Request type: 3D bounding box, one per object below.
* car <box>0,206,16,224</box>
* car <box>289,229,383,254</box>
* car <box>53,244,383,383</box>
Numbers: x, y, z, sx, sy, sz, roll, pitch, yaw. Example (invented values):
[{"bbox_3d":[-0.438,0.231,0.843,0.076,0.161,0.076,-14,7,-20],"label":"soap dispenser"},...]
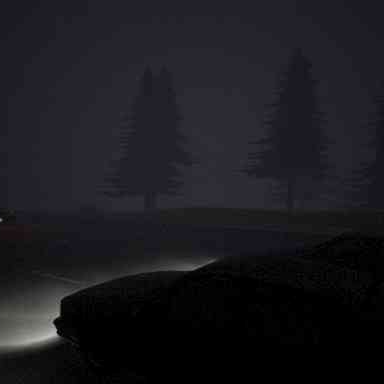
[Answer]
[{"bbox_3d":[-13.168,1.338,20.538,4.718,1.301,1.895,0,1,27],"label":"car"},{"bbox_3d":[3.382,1.438,6.215,5.357,1.411,2.033,0,1,34],"label":"car"},{"bbox_3d":[0.737,1.484,3.780,5.357,1.411,2.033,0,1,34],"label":"car"}]
